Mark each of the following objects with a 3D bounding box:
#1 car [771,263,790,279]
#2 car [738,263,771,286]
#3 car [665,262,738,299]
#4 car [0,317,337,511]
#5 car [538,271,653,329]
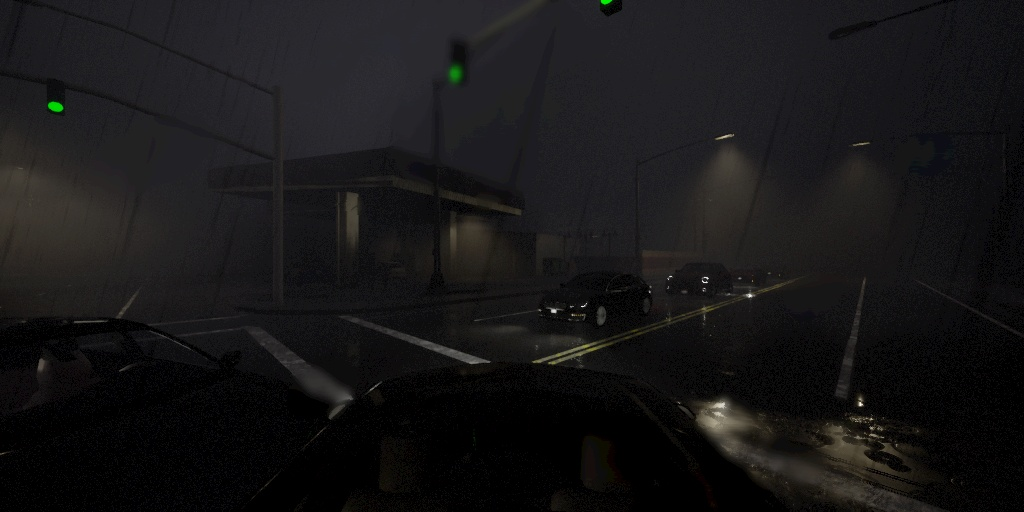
[{"bbox_3d":[23.667,1.314,32.403,4.181,1.385,1.994,0,0,-45],"label":"car"},{"bbox_3d":[16.559,1.314,25.324,1.994,1.385,4.181,0,0,44],"label":"car"},{"bbox_3d":[9.656,1.102,18.390,2.097,1.767,4.553,0,0,45],"label":"car"},{"bbox_3d":[-3.430,1.242,2.480,4.902,1.511,2.128,0,0,15],"label":"car"},{"bbox_3d":[2.841,1.255,11.520,1.837,1.490,4.892,0,0,44],"label":"car"}]
